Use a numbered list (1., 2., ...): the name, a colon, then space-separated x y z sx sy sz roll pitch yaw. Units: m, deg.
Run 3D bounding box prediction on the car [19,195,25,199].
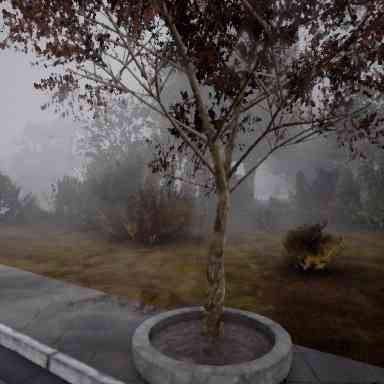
1. car: -22.628 1.174 43.321 1.837 1.490 4.892 1 0 32
